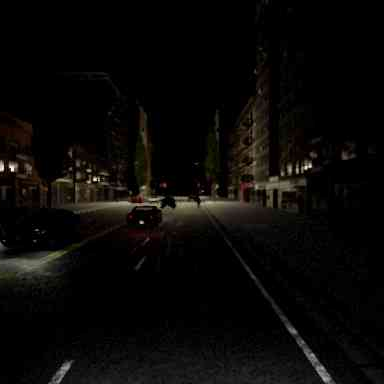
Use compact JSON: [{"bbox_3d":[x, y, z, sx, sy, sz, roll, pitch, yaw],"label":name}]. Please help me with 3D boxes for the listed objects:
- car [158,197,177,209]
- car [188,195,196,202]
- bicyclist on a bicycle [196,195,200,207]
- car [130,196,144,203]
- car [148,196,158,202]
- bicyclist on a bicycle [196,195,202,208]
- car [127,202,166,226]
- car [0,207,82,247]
[{"bbox_3d":[-3.136,1.466,45.118,1.837,1.490,4.892,0,0,0],"label":"car"},{"bbox_3d":[0.024,1.414,75.984,1.837,1.490,4.892,0,0,0],"label":"car"},{"bbox_3d":[0.910,1.323,51.567,0.659,1.776,1.843,0,0,0],"label":"bicyclist on a bicycle"},{"bbox_3d":[-9.763,1.420,59.088,1.882,1.535,5.008,0,0,1],"label":"car"},{"bbox_3d":[-6.519,1.470,57.721,1.812,1.442,4.674,0,0,1],"label":"car"},{"bbox_3d":[0.895,1.400,43.339,0.866,1.612,1.509,0,0,0],"label":"bicyclist on a bicycle"},{"bbox_3d":[-3.146,1.589,22.948,1.895,1.301,4.718,0,0,0],"label":"car"},{"bbox_3d":[-6.595,1.472,15.090,1.882,1.535,5.008,0,0,0],"label":"car"}]
